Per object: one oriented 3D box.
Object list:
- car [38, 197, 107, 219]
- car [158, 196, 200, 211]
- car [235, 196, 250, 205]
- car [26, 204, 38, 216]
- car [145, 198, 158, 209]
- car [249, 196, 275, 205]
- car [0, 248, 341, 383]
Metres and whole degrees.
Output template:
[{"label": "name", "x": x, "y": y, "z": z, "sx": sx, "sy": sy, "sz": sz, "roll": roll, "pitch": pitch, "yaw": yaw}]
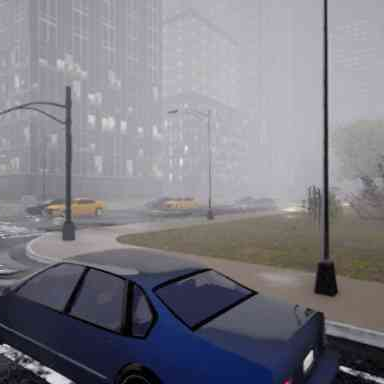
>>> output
[{"label": "car", "x": -9.140, "y": 1.223, "z": 26.497, "sx": 1.882, "sy": 1.535, "sz": 5.008, "roll": 0, "pitch": 0, "yaw": 37}, {"label": "car", "x": -1.144, "y": 1.243, "z": 37.090, "sx": 1.882, "sy": 1.535, "sz": 5.008, "roll": 0, "pitch": 0, "yaw": 37}, {"label": "car", "x": 8.970, "y": 1.331, "z": 55.730, "sx": 1.812, "sy": 1.442, "sz": 4.674, "roll": 0, "pitch": 0, "yaw": 37}, {"label": "car", "x": -11.608, "y": 1.227, "z": 28.622, "sx": 1.882, "sy": 1.535, "sz": 5.008, "roll": 0, "pitch": 0, "yaw": 37}, {"label": "car", "x": -3.457, "y": 1.296, "z": 39.420, "sx": 1.812, "sy": 1.442, "sz": 4.674, "roll": 0, "pitch": 0, "yaw": 37}, {"label": "car", "x": 11.595, "y": 1.396, "z": 53.811, "sx": 1.895, "sy": 1.301, "sz": 4.718, "roll": 0, "pitch": 0, "yaw": 37}, {"label": "car", "x": -1.015, "y": 1.504, "z": 4.410, "sx": 5.357, "sy": 1.411, "sz": 2.033, "roll": 1, "pitch": 1, "yaw": 35}]
